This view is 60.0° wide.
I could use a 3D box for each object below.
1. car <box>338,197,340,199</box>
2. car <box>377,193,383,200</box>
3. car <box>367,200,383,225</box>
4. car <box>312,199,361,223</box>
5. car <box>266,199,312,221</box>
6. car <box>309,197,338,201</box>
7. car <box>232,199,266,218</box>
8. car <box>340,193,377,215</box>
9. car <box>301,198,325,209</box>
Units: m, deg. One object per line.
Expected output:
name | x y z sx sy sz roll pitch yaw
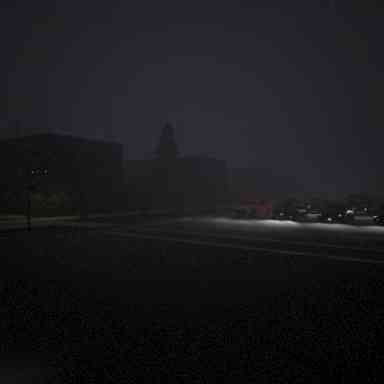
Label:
car | 19.599 1.422 43.639 1.882 1.535 5.008 0 0 35
car | 23.233 1.187 42.729 2.150 2.045 5.566 0 0 36
car | 14.058 1.536 23.492 2.033 1.411 5.357 0 0 35
car | 11.117 1.514 25.394 2.033 1.411 5.357 0 0 35
car | 7.956 1.509 26.979 1.994 1.385 4.181 0 0 35
car | 13.606 1.470 35.057 1.812 1.442 4.674 0 0 35
car | 5.304 1.401 29.293 1.882 1.535 5.008 0 0 35
car | 17.085 1.188 33.937 2.150 2.045 5.566 0 0 35
car | 16.526 1.487 45.337 1.994 1.385 4.181 0 0 35
